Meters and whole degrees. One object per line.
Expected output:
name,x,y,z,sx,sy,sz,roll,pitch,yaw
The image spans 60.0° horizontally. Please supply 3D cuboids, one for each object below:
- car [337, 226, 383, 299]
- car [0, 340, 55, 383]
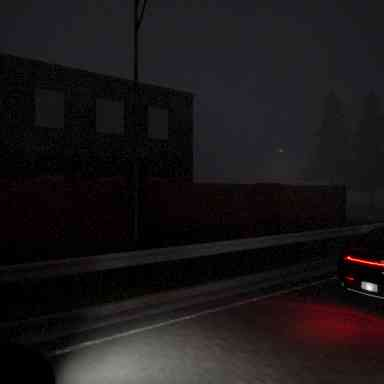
car,5.266,1.505,7.548,4.892,1.490,1.837,0,0,-35
car,-3.101,1.526,1.536,4.674,1.442,1.812,0,0,-35
